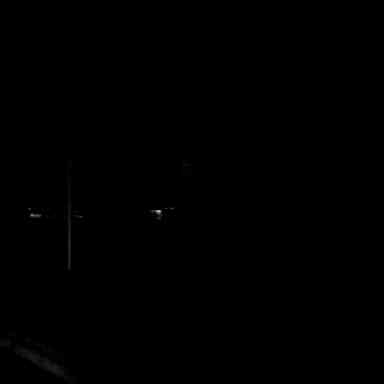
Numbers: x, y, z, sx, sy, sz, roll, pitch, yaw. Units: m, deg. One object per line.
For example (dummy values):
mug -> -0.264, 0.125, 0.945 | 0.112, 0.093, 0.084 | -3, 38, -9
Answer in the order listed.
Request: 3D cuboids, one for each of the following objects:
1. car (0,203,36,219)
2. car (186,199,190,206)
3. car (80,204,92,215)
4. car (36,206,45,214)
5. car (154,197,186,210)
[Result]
car -> -15.681, 1.573, 27.590 | 1.994, 1.385, 4.181 | 0, 0, 39
car -> -2.222, 1.435, 49.951 | 1.994, 1.385, 4.181 | 0, 1, 38
car -> -9.899, 1.551, 34.797 | 2.033, 1.411, 5.357 | 0, 0, 39
car -> -14.265, 1.573, 34.958 | 1.994, 1.385, 4.181 | 0, 0, 38
car -> -3.369, 1.447, 42.927 | 1.837, 1.490, 4.892 | 0, 1, 39
